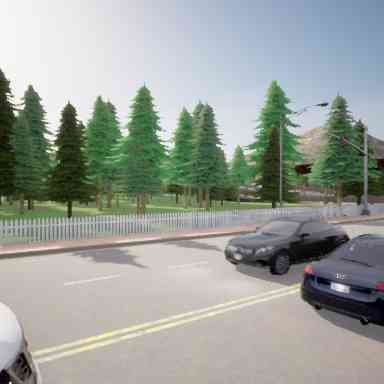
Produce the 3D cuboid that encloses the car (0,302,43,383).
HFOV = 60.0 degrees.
[{"bbox_3d":[-3.560,1.220,1.216,5.566,2.045,2.150,0,0,-36],"label":"car"}]

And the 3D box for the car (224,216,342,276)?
[{"bbox_3d":[3.153,1.526,10.527,4.674,1.442,1.812,0,0,-36],"label":"car"}]

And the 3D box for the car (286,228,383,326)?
[{"bbox_3d":[4.102,1.564,6.697,4.181,1.385,1.994,0,0,-35],"label":"car"}]
